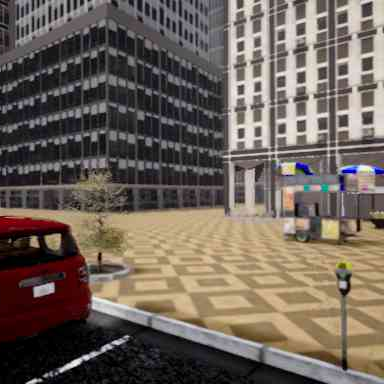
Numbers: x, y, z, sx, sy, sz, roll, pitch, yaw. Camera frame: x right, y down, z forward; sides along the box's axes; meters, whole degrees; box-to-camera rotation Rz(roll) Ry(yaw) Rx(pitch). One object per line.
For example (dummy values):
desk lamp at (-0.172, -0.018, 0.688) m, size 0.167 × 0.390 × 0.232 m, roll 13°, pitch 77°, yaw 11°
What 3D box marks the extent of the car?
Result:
car at (-3.816, 1.327, 5.601) m, size 5.009 × 1.841 × 2.192 m, roll 0°, pitch 0°, yaw 35°
